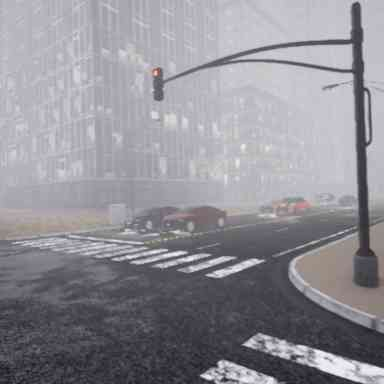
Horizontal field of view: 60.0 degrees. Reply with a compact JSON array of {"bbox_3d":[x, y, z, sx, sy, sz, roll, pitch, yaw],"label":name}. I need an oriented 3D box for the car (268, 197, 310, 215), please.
[{"bbox_3d":[9.686,1.295,32.292,2.097,1.767,4.553,-2,-1,40],"label":"car"}]

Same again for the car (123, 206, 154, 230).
[{"bbox_3d":[-2.478,1.707,22.781,1.837,1.490,4.892,-2,-1,40],"label":"car"}]

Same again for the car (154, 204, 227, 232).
[{"bbox_3d":[0.232,1.572,20.959,1.882,1.535,5.008,-2,-1,40],"label":"car"}]

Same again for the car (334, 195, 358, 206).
[{"bbox_3d":[22.141,1.280,47.065,1.837,1.490,4.892,-2,-1,40],"label":"car"}]

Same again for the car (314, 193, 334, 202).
[{"bbox_3d":[19.650,0.814,49.179,2.097,1.767,4.553,-2,-1,40],"label":"car"}]

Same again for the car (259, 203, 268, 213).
[{"bbox_3d":[9.481,1.558,37.108,2.033,1.411,5.357,-2,-1,40],"label":"car"}]
